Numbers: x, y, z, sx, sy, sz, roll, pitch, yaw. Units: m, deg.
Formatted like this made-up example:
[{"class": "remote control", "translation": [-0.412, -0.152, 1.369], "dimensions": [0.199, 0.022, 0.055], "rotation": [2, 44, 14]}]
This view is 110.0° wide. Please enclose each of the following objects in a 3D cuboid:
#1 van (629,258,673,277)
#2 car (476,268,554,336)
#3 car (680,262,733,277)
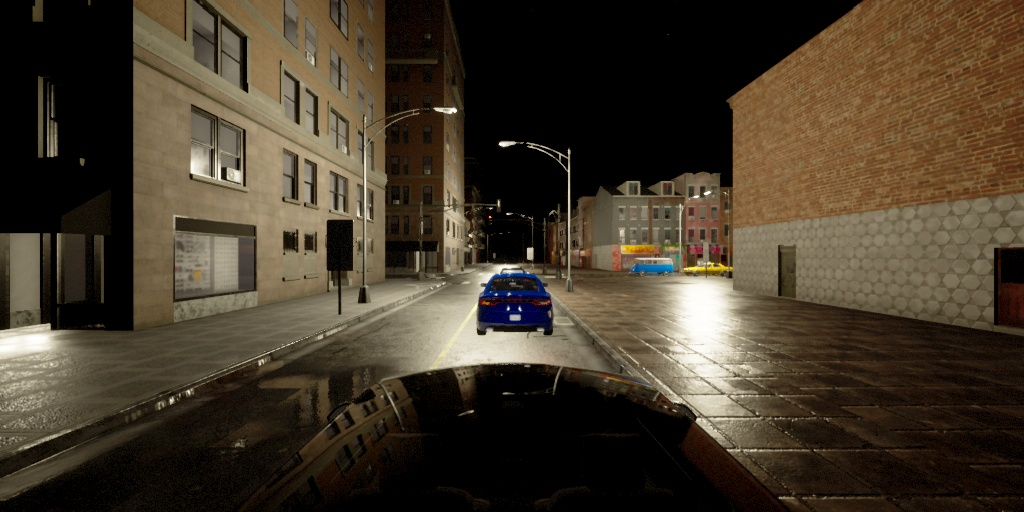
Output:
[{"class": "van", "translation": [13.618, 1.087, 35.044], "dimensions": [3.998, 1.789, 1.690], "rotation": [0, 0, 0]}, {"class": "car", "translation": [0.069, 1.227, 10.488], "dimensions": [1.882, 1.535, 5.008], "rotation": [0, 0, 0]}, {"class": "car", "translation": [19.060, 1.267, 35.056], "dimensions": [4.829, 1.417, 1.751], "rotation": [0, 0, 0]}]
